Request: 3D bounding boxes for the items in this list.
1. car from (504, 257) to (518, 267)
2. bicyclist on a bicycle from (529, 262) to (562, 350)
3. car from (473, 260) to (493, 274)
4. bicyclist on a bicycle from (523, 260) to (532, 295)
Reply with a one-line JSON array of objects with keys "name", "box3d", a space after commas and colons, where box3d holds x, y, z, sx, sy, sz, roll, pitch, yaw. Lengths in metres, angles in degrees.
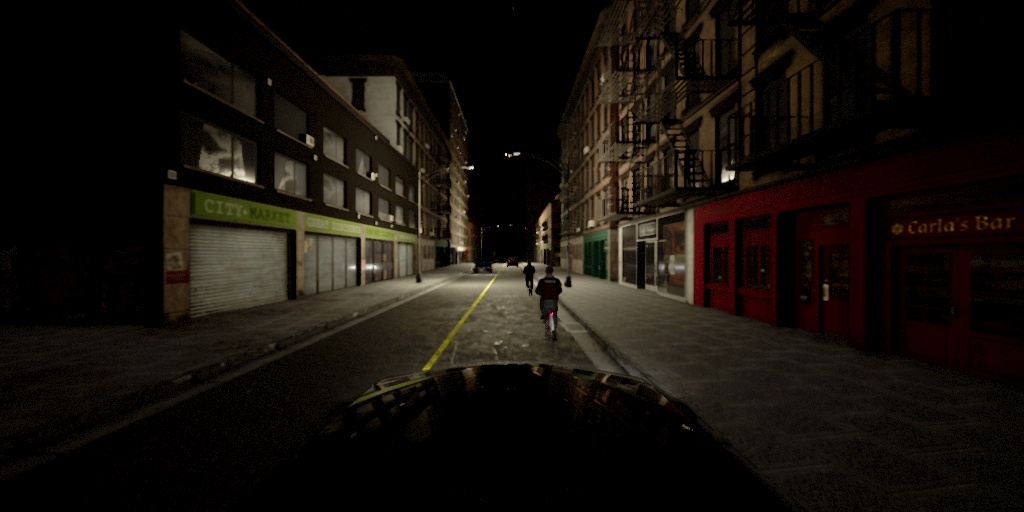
[{"name": "car", "box3d": [0.101, 1.076, 59.367, 2.033, 1.411, 5.357, 0, 0, -1]}, {"name": "bicyclist on a bicycle", "box3d": [0.824, 1.098, 8.132, 0.659, 1.776, 1.843, 0, 0, 0]}, {"name": "car", "box3d": [-3.098, 1.141, 38.852, 1.812, 1.442, 4.674, 0, 0, 0]}, {"name": "bicyclist on a bicycle", "box3d": [0.823, 1.066, 17.132, 0.659, 1.776, 1.843, 0, 0, 0]}]
